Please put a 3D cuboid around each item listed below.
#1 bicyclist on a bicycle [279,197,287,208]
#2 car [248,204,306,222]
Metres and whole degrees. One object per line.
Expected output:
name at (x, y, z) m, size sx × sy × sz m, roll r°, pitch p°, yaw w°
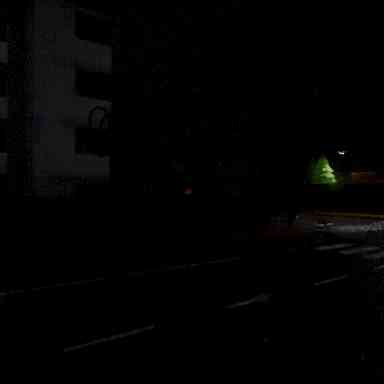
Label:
bicyclist on a bicycle at (10.224, 1.416, 37.837) m, size 1.656 × 1.620 × 0.582 m, roll 0°, pitch 0°, yaw -35°
car at (6.845, 1.675, 27.072) m, size 1.895 × 1.301 × 4.718 m, roll 0°, pitch 0°, yaw -35°
